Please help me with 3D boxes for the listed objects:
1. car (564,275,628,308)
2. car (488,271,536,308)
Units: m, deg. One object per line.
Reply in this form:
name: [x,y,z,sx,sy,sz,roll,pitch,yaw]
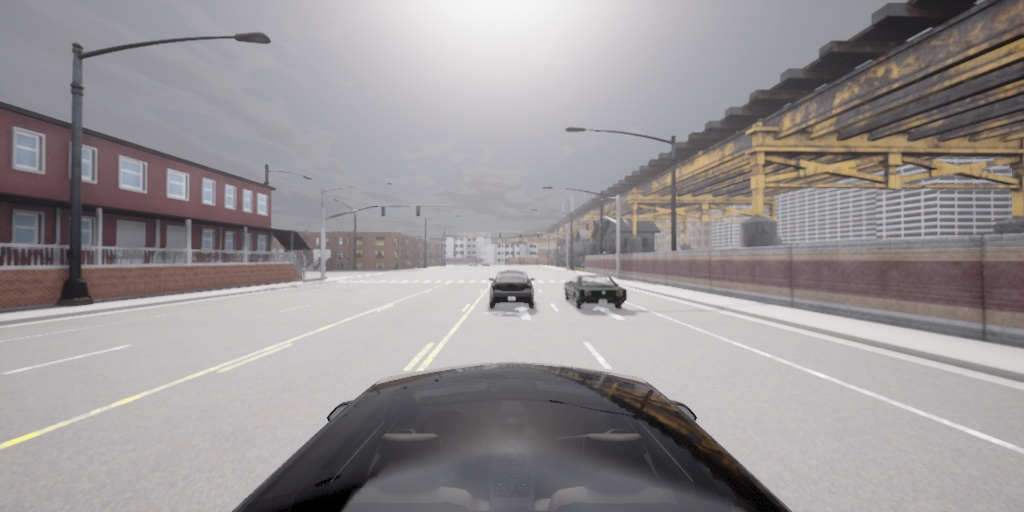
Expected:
car: [3.496,1.483,15.955,1.895,1.301,4.718,0,0,0]
car: [-0.002,1.392,16.151,1.837,1.490,4.892,0,0,0]
